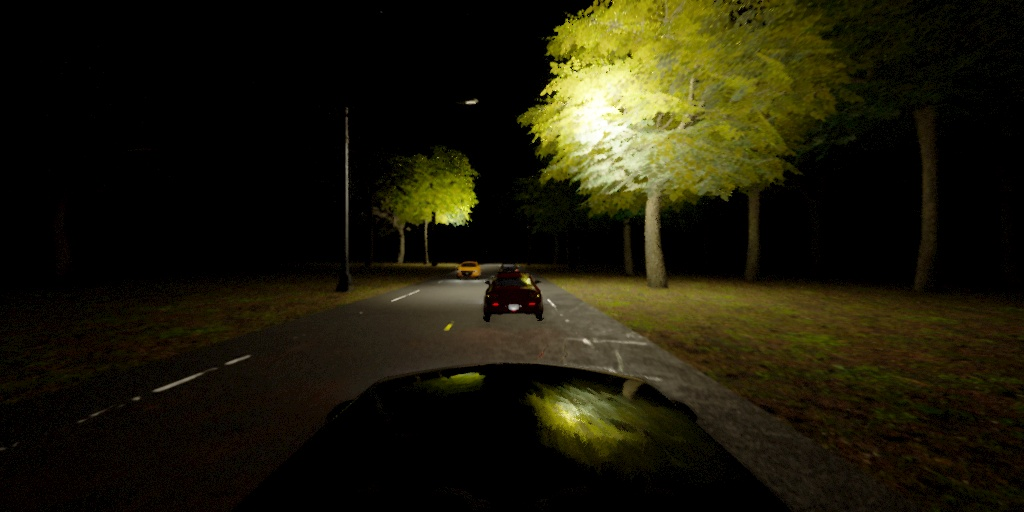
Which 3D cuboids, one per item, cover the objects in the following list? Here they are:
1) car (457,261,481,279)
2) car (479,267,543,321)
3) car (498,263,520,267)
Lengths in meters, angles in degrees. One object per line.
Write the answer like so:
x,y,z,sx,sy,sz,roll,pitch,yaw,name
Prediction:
-3.888,1.251,33.049,1.882,1.535,5.008,0,0,-1,car
0.029,1.269,12.408,1.812,1.442,4.674,-1,0,0,car
-0.275,1.332,31.917,1.994,1.385,4.181,0,0,-1,car
